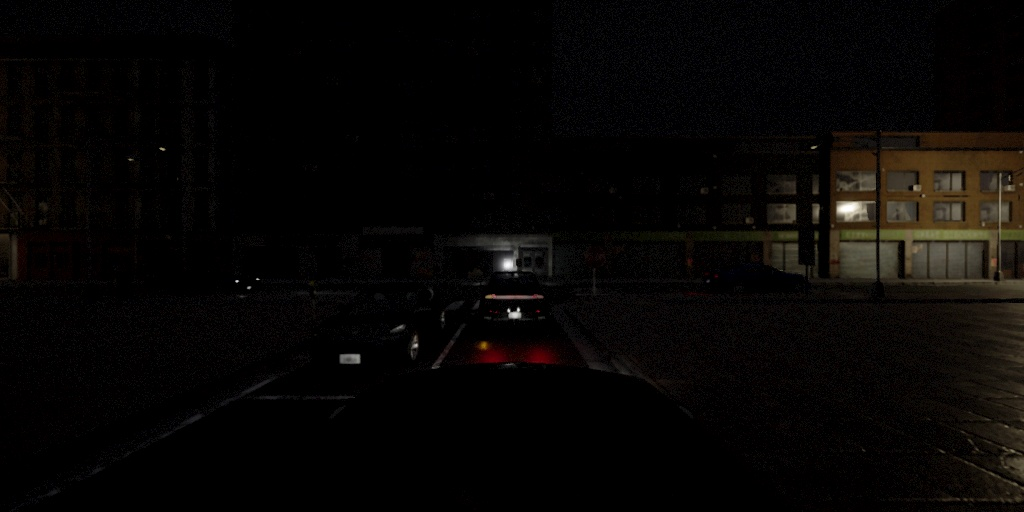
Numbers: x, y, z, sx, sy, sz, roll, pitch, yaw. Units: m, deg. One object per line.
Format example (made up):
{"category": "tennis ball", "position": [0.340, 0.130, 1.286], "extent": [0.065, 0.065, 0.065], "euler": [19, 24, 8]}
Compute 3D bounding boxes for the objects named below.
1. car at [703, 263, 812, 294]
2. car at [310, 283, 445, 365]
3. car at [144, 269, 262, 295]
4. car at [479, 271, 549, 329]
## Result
{"category": "car", "position": [12.641, 1.146, 18.607], "extent": [5.008, 1.535, 1.882], "euler": [0, 0, 0]}
{"category": "car", "position": [-2.638, 1.296, 8.016], "extent": [1.948, 1.339, 4.313], "euler": [0, 0, 0]}
{"category": "car", "position": [-15.865, 1.337, 18.616], "extent": [4.718, 1.301, 1.895], "euler": [0, 0, 0]}
{"category": "car", "position": [0.026, 1.212, 11.120], "extent": [2.128, 1.511, 4.902], "euler": [0, 0, -1]}
